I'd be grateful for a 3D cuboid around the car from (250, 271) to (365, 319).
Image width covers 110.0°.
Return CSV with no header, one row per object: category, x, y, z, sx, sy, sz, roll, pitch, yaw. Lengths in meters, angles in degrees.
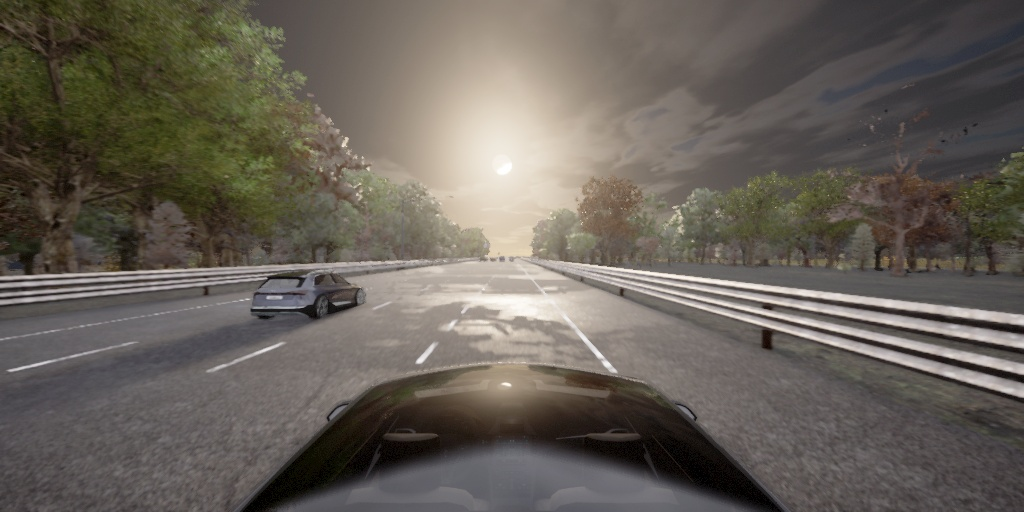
car,-6.984,1.319,12.791,2.033,1.649,4.856,0,-1,0
